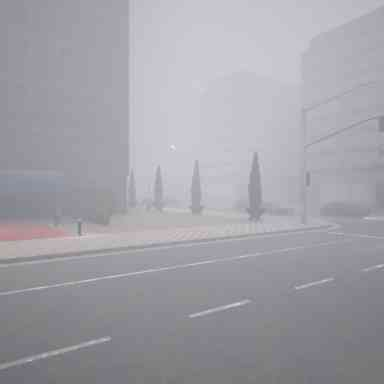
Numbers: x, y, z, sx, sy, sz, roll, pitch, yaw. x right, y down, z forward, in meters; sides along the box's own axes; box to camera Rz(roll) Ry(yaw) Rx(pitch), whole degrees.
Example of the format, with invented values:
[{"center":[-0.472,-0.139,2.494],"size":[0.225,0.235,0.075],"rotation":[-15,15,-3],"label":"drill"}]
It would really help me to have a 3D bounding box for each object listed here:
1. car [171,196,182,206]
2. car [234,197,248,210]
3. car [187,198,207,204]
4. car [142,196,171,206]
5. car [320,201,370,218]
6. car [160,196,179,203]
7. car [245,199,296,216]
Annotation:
[{"center":[-3.482,1.477,55.192],"size":[1.882,1.535,5.008],"rotation":[0,0,-35],"label":"car"},{"center":[7.109,1.351,39.992],"size":[2.097,1.767,4.553],"rotation":[0,0,-35],"label":"car"},{"center":[0.921,1.564,61.417],"size":[1.994,1.385,4.181],"rotation":[0,0,-34],"label":"car"},{"center":[-5.990,1.548,52.664],"size":[2.033,1.411,5.357],"rotation":[0,0,-35],"label":"car"},{"center":[13.958,1.564,30.492],"size":[1.994,1.385,4.181],"rotation":[0,0,-38],"label":"car"},{"center":[-4.736,1.600,69.582],"size":[1.895,1.301,4.718],"rotation":[0,0,-34],"label":"car"},{"center":[7.845,1.601,32.799],"size":[1.895,1.301,4.718],"rotation":[0,0,-34],"label":"car"}]
